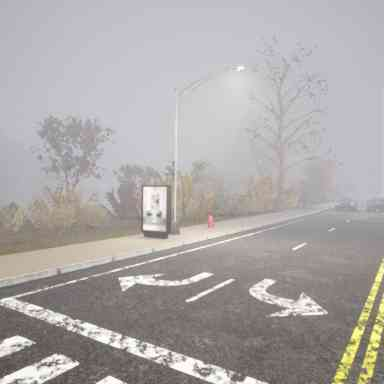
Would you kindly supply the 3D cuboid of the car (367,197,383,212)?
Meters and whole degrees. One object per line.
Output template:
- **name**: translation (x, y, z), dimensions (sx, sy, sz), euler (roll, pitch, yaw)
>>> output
- **car**: translation (21.360, 1.393, 38.233), dimensions (2.097, 1.767, 4.553), euler (0, 0, 30)

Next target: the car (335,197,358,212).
- **car**: translation (18.550, 1.390, 39.865), dimensions (2.097, 1.767, 4.553), euler (0, 0, 30)
